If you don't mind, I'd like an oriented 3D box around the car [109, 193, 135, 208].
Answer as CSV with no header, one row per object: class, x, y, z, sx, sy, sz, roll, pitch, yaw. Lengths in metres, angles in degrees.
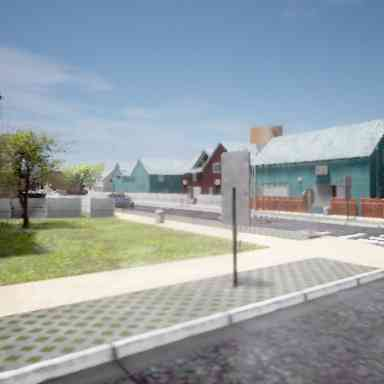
car,-8.543,0.949,39.319,2.097,1.767,4.553,-1,1,-35
